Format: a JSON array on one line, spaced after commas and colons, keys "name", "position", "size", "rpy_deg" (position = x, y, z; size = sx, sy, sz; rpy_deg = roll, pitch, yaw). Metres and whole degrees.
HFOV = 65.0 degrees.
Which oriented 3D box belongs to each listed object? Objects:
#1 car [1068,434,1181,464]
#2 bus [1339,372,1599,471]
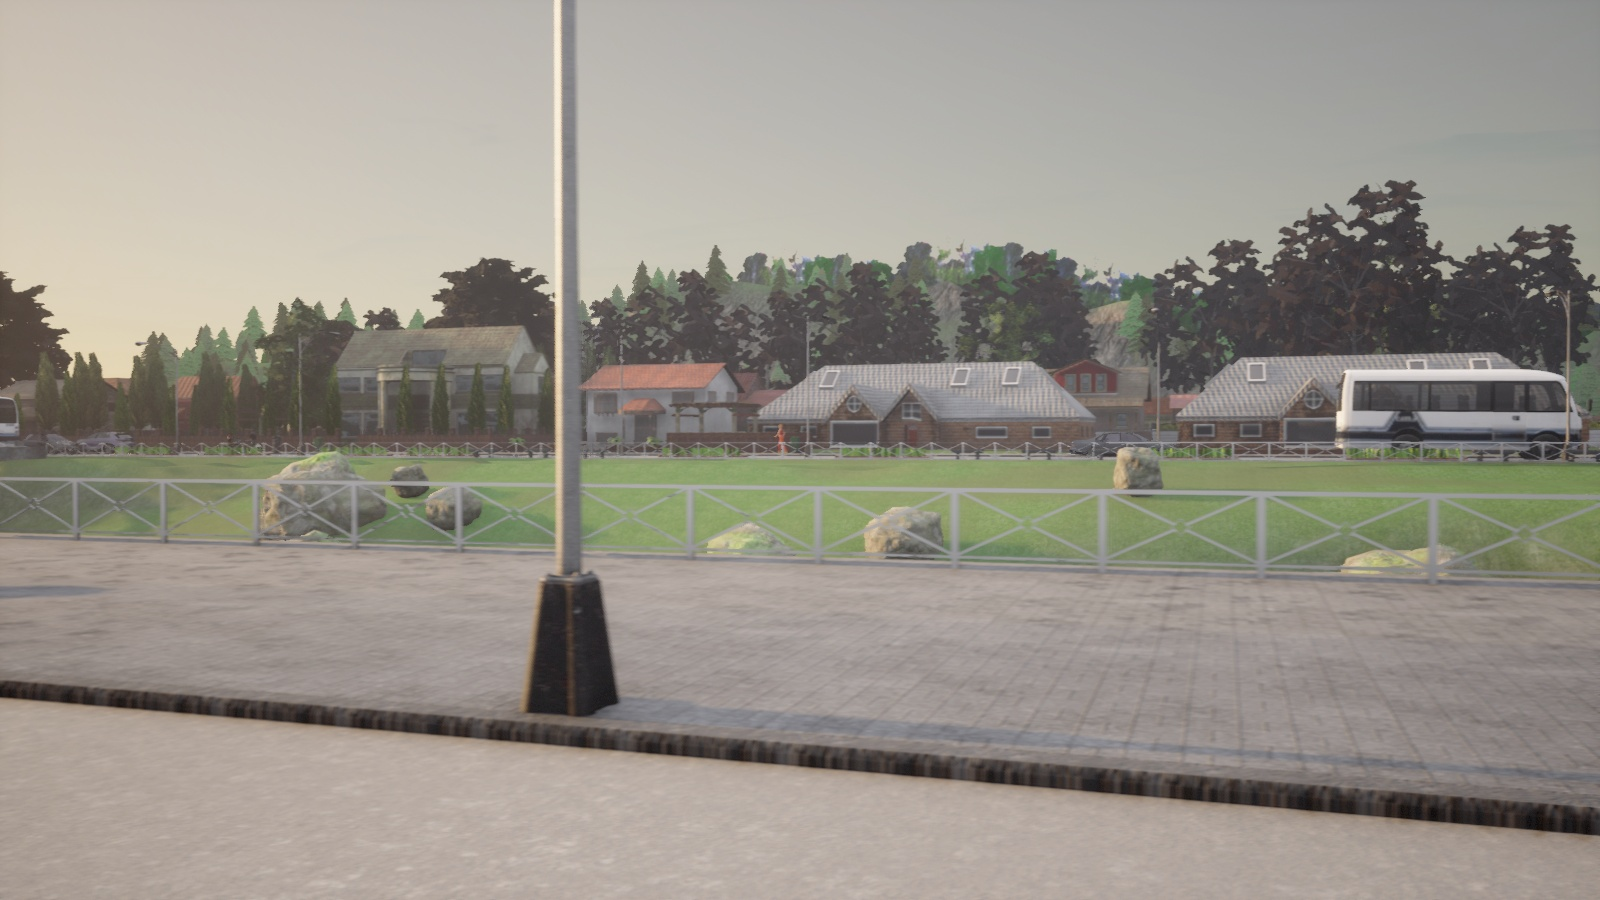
[{"name": "car", "position": [16.358, -0.078, 63.261], "size": [5.357, 1.411, 2.033], "rpy_deg": [1, 1, 19]}, {"name": "bus", "position": [30.847, -1.369, 58.363], "size": [10.273, 4.253, 3.944], "rpy_deg": [2, 1, 19]}]
